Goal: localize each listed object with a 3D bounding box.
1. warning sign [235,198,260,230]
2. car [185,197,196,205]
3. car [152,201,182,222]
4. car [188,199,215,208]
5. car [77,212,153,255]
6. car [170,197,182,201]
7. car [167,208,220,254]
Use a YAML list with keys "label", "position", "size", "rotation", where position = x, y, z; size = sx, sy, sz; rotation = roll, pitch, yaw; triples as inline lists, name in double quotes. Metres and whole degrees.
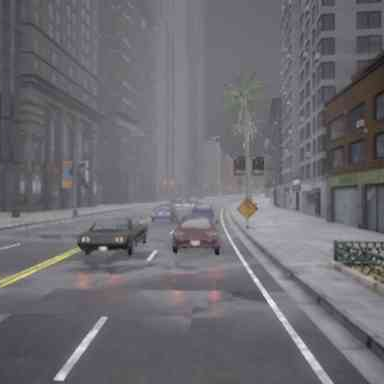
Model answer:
- label: "warning sign"
  position: [3.269, 1.276, 19.672]
  size: [1.300, 1.860, 1.060]
  rotation: [0, -1, 3]
- label: "car"
  position: [-0.236, 1.779, 71.814]
  size: [2.097, 1.767, 4.553]
  rotation: [0, 0, 10]
- label: "car"
  position: [-2.304, 1.766, 28.734]
  size: [2.033, 1.411, 5.357]
  rotation: [0, 0, 4]
- label: "car"
  position: [0.979, 1.696, 28.984]
  size: [1.882, 1.535, 5.008]
  rotation: [0, 0, 4]
- label: "car"
  position: [-3.054, 1.720, 13.932]
  size: [1.895, 1.301, 4.718]
  rotation: [0, 0, 2]
- label: "car"
  position: [-3.428, 1.908, 72.419]
  size: [1.882, 1.535, 5.008]
  rotation: [0, 0, 10]
- label: "car"
  position: [0.208, 1.647, 14.095]
  size: [1.812, 1.442, 4.674]
  rotation: [0, 0, 2]
